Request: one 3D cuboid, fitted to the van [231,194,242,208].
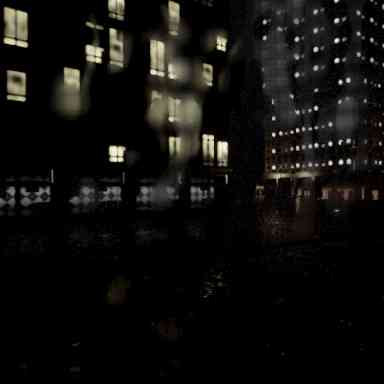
[{"bbox_3d":[4.987,1.186,44.798,1.690,1.788,3.998,0,0,-34],"label":"van"}]

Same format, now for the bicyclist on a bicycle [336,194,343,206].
[{"bbox_3d":[19.376,1.083,43.727,1.656,1.620,0.582,-1,1,-34],"label":"bicyclist on a bicycle"}]
